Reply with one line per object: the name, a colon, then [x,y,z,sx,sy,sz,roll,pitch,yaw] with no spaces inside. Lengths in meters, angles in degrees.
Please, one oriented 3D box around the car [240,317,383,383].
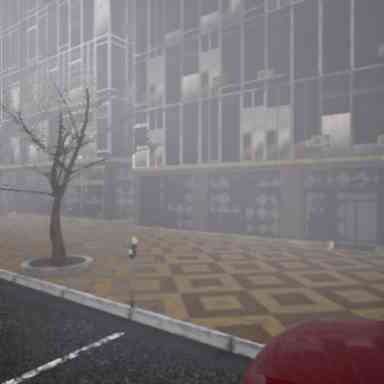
car: [2.478,1.321,1.107,5.009,1.841,2.192,0,0,36]
